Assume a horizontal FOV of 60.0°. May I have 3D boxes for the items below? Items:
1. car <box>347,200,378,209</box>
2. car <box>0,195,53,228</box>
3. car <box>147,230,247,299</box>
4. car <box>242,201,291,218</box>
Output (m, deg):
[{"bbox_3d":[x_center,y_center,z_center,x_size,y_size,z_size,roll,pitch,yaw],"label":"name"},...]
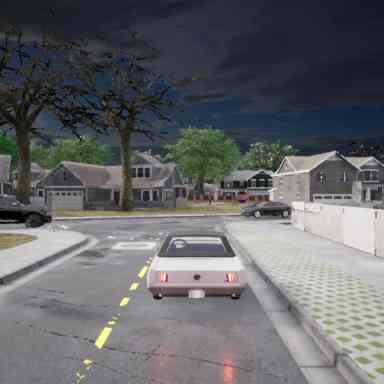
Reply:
[{"bbox_3d":[16.294,1.596,33.373,4.892,1.490,1.837,0,0,-17],"label":"car"},{"bbox_3d":[-11.134,1.172,19.630,5.566,2.045,2.150,0,0,-18],"label":"car"},{"bbox_3d":[0.097,1.602,8.374,1.895,1.301,4.718,0,0,0],"label":"car"},{"bbox_3d":[6.781,1.554,30.147,4.892,1.490,1.837,0,0,-19],"label":"car"}]
